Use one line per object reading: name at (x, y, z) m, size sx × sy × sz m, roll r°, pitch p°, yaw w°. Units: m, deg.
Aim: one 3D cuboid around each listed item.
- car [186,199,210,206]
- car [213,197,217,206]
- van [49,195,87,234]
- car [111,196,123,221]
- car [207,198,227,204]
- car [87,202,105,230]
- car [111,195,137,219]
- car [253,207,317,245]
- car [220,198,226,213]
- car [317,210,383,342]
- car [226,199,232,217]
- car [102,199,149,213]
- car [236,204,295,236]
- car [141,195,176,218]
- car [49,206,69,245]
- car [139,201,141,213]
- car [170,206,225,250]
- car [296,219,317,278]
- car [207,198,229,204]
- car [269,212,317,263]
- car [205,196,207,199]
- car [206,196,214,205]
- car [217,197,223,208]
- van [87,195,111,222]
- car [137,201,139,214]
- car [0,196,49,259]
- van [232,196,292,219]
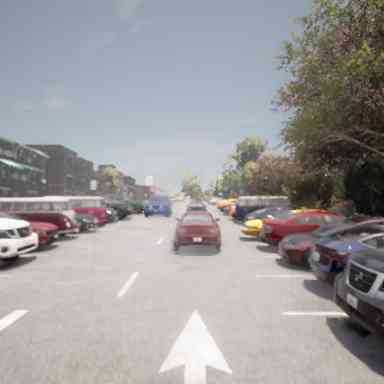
car at (0.400, 1.585, 29.696) m, size 1.812 × 1.442 × 4.674 m, roll 0°, pitch 0°, yaw 1°
car at (5.521, 1.625, 41.026) m, size 5.008 × 1.535 × 2.097 m, roll 0°, pitch -1°, yaw 1°
van at (-7.725, 1.263, 16.002) m, size 4.442 × 1.987 × 1.878 m, roll 0°, pitch 0°, yaw 1°
car at (-7.783, 1.380, 24.414) m, size 4.553 × 1.767 × 2.185 m, roll 0°, pitch 0°, yaw 1°
car at (5.995, 2.105, 79.204) m, size 4.674 × 1.452 × 2.002 m, roll 0°, pitch -1°, yaw 1°
car at (-7.818, 1.495, 18.806) m, size 4.892 × 1.521 × 2.231 m, roll 0°, pitch 0°, yaw 1°
car at (-7.691, 1.264, 27.214) m, size 5.566 × 2.045 × 2.435 m, roll 0°, pitch 0°, yaw 1°
car at (5.204, 1.507, 13.181) m, size 5.008 × 1.535 × 2.097 m, roll 0°, pitch 0°, yaw 1°
car at (5.427, 1.603, 32.672) m, size 4.674 × 1.452 × 2.002 m, roll 0°, pitch 0°, yaw 1°
car at (5.096, 1.240, 4.829) m, size 5.566 × 2.045 × 2.435 m, roll 0°, pitch 0°, yaw 1°
car at (5.329, 1.413, 27.105) m, size 4.553 × 1.767 × 2.185 m, roll 0°, pitch 0°, yaw 1°
car at (-7.592, 1.579, 38.423) m, size 4.892 × 1.521 × 2.231 m, roll 0°, pitch 0°, yaw 1°
car at (5.053, 1.509, 15.969) m, size 5.366 × 1.575 × 1.946 m, roll 0°, pitch 0°, yaw 1°
car at (-3.026, 1.280, 30.902) m, size 2.150 × 2.045 × 5.566 m, roll 0°, pitch 0°, yaw 1°
car at (-7.876, 1.482, 13.200) m, size 5.008 × 1.535 × 2.097 m, roll 0°, pitch 0°, yaw 1°
car at (-7.591, 1.306, 35.624) m, size 5.566 × 2.045 × 2.435 m, roll 0°, pitch 0°, yaw 1°
car at (0.229, 1.546, 14.231) m, size 1.812 × 1.442 × 4.674 m, roll 0°, pitch 0°, yaw 1°
car at (5.181, 1.525, 7.611) m, size 4.792 × 1.488 × 2.163 m, roll 0°, pitch 0°, yaw 1°
car at (5.952, 2.027, 75.929) m, size 4.892 × 1.521 × 2.231 m, roll 0°, pitch -1°, yaw 1°
car at (5.151, 1.531, 10.396) m, size 4.792 × 1.488 × 2.163 m, roll 0°, pitch 0°, yaw 1°
car at (5.923, 1.988, 72.656) m, size 5.008 × 1.535 × 2.097 m, roll 0°, pitch -1°, yaw 1°
car at (5.876, 1.991, 69.507) m, size 4.674 × 1.452 × 2.002 m, roll 0°, pitch -1°, yaw 1°
car at (5.464, 1.580, 35.458) m, size 5.008 × 1.535 × 2.097 m, roll 0°, pitch 0°, yaw 1°
van at (-7.898, 1.274, 21.611) m, size 4.442 × 1.987 × 1.878 m, roll 0°, pitch 0°, yaw 1°
car at (-7.681, 1.526, 30.019) m, size 4.892 × 1.521 × 2.231 m, roll 0°, pitch 0°, yaw 1°
car at (-7.871, 1.226, 10.396) m, size 5.566 × 2.045 × 2.435 m, roll 0°, pitch 0°, yaw 1°
van at (5.445, 1.304, 24.323) m, size 4.442 × 1.987 × 1.878 m, roll 0°, pitch 0°, yaw 1°
